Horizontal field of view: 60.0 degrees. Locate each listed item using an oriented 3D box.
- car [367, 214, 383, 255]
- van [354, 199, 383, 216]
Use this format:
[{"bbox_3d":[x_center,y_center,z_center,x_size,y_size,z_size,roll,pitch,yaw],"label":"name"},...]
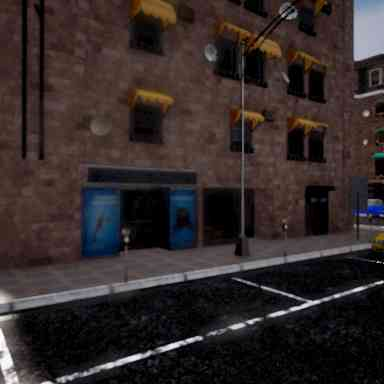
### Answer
[{"bbox_3d":[8.679,1.662,12.761,4.829,1.417,1.752,1,-1,-36],"label":"car"},{"bbox_3d":[17.193,1.605,33.664,1.690,1.788,3.998,0,0,-36],"label":"van"}]
